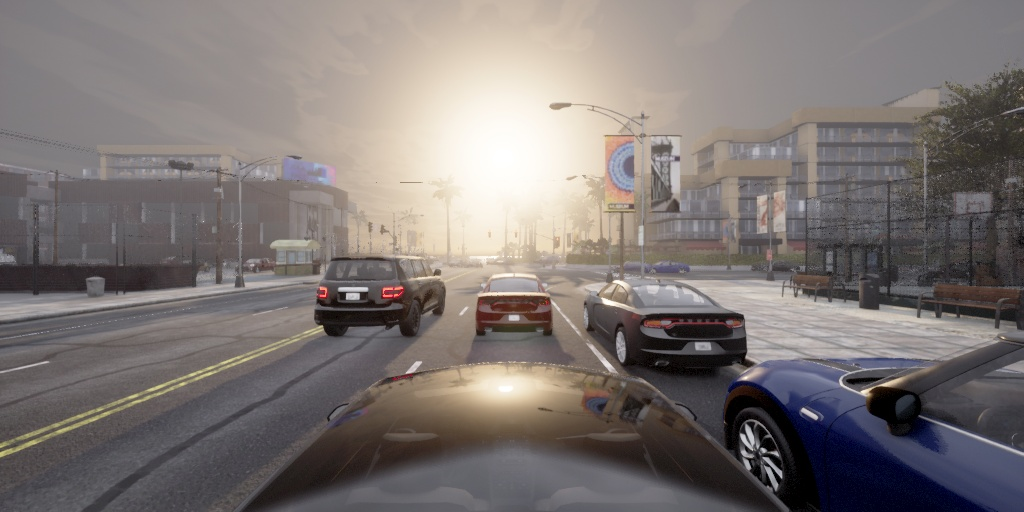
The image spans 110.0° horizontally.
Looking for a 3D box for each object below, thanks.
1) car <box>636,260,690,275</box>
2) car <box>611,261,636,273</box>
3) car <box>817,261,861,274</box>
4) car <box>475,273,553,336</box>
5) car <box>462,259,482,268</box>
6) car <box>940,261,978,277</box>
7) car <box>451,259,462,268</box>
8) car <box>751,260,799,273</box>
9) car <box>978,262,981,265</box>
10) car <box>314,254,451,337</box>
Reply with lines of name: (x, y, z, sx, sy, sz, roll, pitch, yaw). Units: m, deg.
car: (16.444, 1.228, 38.641, 5.008, 1.535, 1.882, 0, 0, 0)
car: (13.871, 1.276, 42.225, 4.674, 1.442, 1.812, 0, 0, 1)
car: (35.792, 1.254, 38.762, 4.892, 1.490, 1.837, 0, 0, 0)
car: (0.064, 1.228, 10.461, 1.882, 1.535, 5.008, 0, 0, 0)
car: (-6.297, 1.313, 59.368, 1.994, 1.385, 4.181, 0, 0, 10)
car: (45.182, 1.255, 35.271, 4.892, 1.490, 1.837, 0, 0, -1)
car: (-9.392, 1.255, 62.012, 1.837, 1.490, 4.892, 0, 0, 14)
car: (30.933, 1.227, 42.235, 5.008, 1.535, 1.882, 0, 0, 0)
car: (45.183, 1.102, 31.771, 4.553, 1.767, 2.097, 0, 0, -1)
car: (-3.437, 0.971, 10.475, 2.150, 2.045, 5.566, 0, 0, 0)
